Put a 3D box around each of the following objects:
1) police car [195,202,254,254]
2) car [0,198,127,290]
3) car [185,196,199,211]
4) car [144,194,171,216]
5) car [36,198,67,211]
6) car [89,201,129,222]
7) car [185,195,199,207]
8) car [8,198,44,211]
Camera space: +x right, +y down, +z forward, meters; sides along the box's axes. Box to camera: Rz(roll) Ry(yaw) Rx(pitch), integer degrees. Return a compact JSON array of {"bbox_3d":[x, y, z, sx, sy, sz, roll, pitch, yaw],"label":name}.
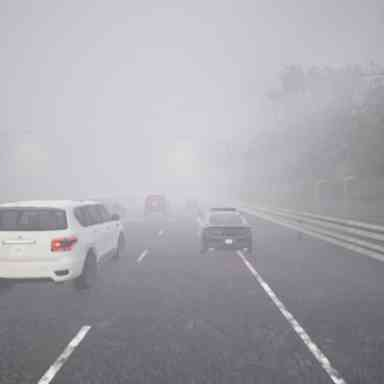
[{"bbox_3d":[1.225,1.436,13.645,1.930,1.638,5.238,0,0,0],"label":"police car"},{"bbox_3d":[-3.403,1.227,9.250,2.150,2.045,5.566,0,0,0],"label":"car"},{"bbox_3d":[0.074,1.593,41.370,2.033,1.411,5.357,0,0,0],"label":"car"},{"bbox_3d":[-3.402,1.257,33.119,2.150,2.045,5.566,0,0,0],"label":"car"},{"bbox_3d":[-17.579,1.553,41.838,1.837,1.490,4.892,0,0,0],"label":"car"},{"bbox_3d":[-6.902,1.577,28.340,2.033,1.411,5.357,0,0,0],"label":"car"},{"bbox_3d":[0.003,1.416,52.898,2.097,1.767,4.553,0,0,0],"label":"car"},{"bbox_3d":[-21.075,1.541,42.538,2.128,1.511,4.902,0,0,0],"label":"car"}]
